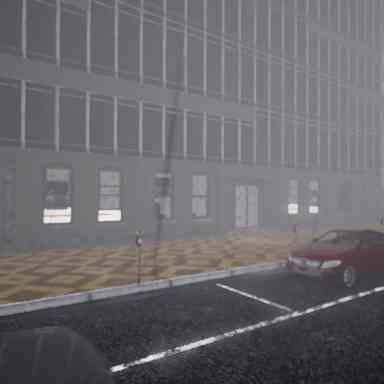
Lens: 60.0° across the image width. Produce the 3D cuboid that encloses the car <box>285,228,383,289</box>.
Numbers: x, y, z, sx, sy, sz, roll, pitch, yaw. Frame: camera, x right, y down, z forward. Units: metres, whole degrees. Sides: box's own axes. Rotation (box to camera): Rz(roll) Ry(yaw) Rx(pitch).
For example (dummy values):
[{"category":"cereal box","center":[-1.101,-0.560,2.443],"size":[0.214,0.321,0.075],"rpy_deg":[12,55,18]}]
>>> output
[{"category":"car","center":[4.512,1.713,9.503],"size":[4.206,1.307,1.802],"rpy_deg":[1,-1,-34]}]

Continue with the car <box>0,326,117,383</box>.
[{"category":"car","center":[-2.877,1.546,1.330],"size":[5.357,1.411,2.033],"rpy_deg":[1,-1,-34]}]
